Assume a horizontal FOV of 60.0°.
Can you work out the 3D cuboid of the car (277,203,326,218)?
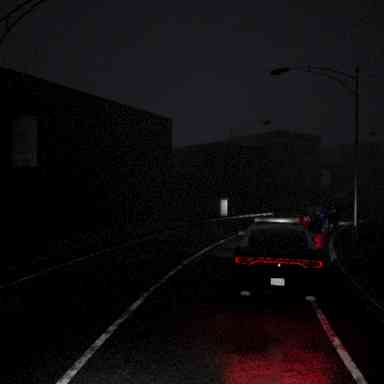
[{"bbox_3d":[5.408,1.367,17.151,2.097,1.767,4.553,1,0,27],"label":"car"}]

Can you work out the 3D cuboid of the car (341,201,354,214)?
[{"bbox_3d":[15.379,1.641,35.467,4.718,1.301,1.895,0,1,-38],"label":"car"}]

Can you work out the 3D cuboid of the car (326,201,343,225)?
[{"bbox_3d":[8.324,1.559,21.974,1.812,1.442,4.674,1,0,35],"label":"car"}]

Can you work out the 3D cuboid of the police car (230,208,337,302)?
[{"bbox_3d":[2.174,1.428,8.548,1.930,1.638,5.238,0,0,14],"label":"police car"}]
